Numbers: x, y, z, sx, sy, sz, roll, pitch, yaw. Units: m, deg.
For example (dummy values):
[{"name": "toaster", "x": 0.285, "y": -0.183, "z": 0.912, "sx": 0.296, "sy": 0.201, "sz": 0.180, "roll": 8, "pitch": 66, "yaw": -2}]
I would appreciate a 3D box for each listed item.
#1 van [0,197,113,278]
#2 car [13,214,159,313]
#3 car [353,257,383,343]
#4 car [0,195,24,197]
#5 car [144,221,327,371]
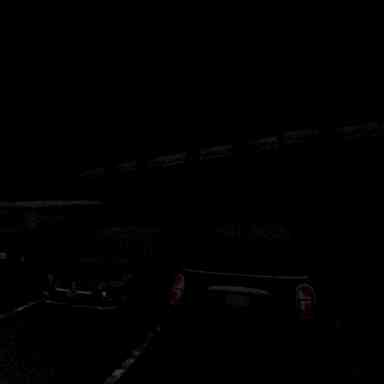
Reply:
[{"name": "van", "x": -3.757, "y": 1.214, "z": 9.693, "sx": 1.878, "sy": 1.987, "sz": 4.442, "roll": 0, "pitch": -1, "yaw": 15}, {"name": "car", "x": -1.321, "y": 1.457, "z": 7.827, "sx": 2.231, "sy": 1.521, "sz": 4.892, "roll": 1, "pitch": 0, "yaw": 15}, {"name": "car", "x": 3.583, "y": 1.364, "z": 4.284, "sx": 2.185, "sy": 1.767, "sz": 4.553, "roll": 0, "pitch": -1, "yaw": 15}, {"name": "car", "x": -8.700, "y": 1.153, "z": 13.063, "sx": 2.435, "sy": 2.045, "sz": 5.566, "roll": 1, "pitch": 0, "yaw": 15}, {"name": "car", "x": 1.112, "y": 1.347, "z": 6.037, "sx": 2.185, "sy": 1.767, "sz": 4.553, "roll": 0, "pitch": -1, "yaw": 16}]
